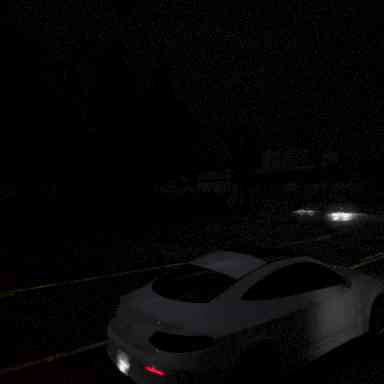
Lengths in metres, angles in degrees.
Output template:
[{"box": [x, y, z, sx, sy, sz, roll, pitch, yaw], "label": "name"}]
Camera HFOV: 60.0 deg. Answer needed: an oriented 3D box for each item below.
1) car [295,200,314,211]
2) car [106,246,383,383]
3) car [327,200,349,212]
[{"box": [15.470, 1.838, 45.966, 2.033, 1.411, 5.357, -1, -1, 9], "label": "car"}, {"box": [1.111, 1.534, 4.827, 4.674, 1.442, 1.812, 0, 0, -38], "label": "car"}, {"box": [17.949, 1.685, 41.017, 2.128, 1.511, 4.902, -1, -1, 14], "label": "car"}]
